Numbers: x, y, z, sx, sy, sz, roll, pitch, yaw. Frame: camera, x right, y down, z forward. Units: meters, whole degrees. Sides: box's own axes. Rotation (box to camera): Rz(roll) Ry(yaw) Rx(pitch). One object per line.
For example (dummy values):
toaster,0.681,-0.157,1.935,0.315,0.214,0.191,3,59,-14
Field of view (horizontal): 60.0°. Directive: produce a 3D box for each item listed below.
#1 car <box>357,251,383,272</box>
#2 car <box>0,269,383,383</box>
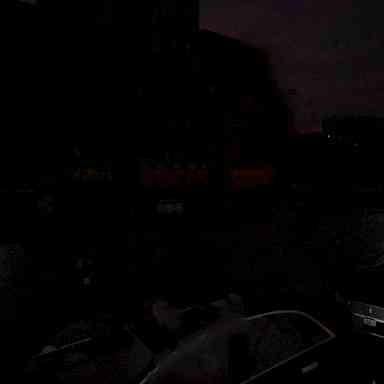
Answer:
car,4.214,1.549,5.835,4.403,1.369,2.008,0,-2,-35
car,-0.225,1.550,2.674,4.403,1.369,2.008,0,-2,-35
